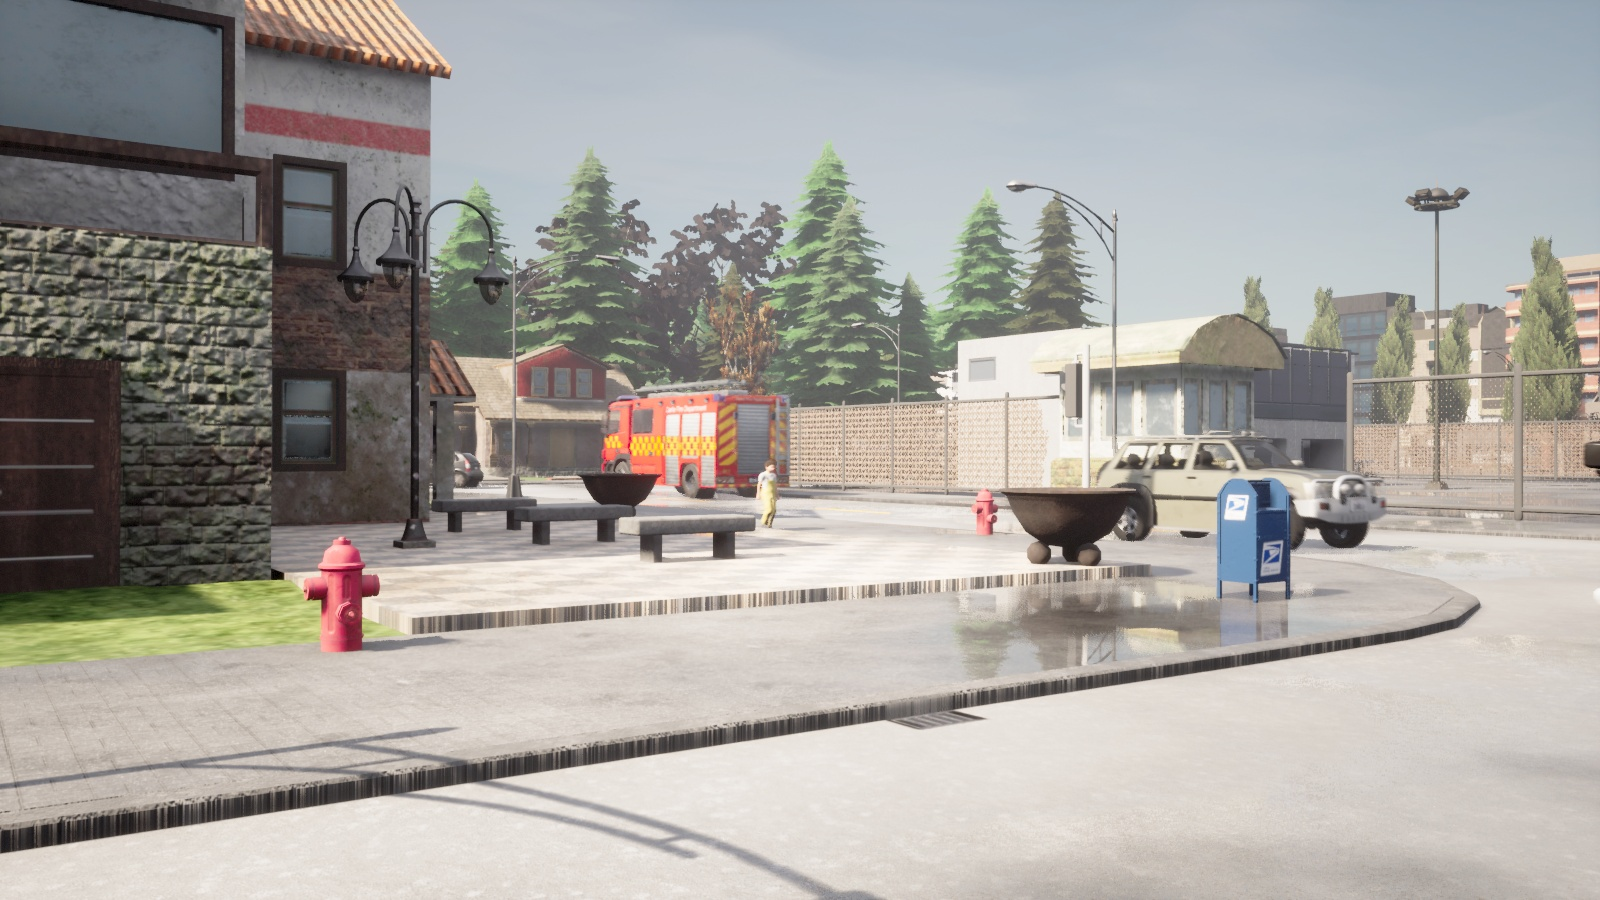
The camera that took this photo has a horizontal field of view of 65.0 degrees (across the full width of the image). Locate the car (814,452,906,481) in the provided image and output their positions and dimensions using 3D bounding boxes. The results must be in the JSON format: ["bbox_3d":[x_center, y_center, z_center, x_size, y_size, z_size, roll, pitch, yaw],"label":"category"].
[{"bbox_3d":[3.182,0.847,66.232,4.514,1.525,2.007,0,0,-35],"label":"car"}]

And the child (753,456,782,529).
[{"bbox_3d":[-0.573,0.746,22.177,0.437,1.263,0.270,0,0,45],"label":"child"}]

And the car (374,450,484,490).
[{"bbox_3d":[-15.333,0.803,52.009,3.988,1.617,1.851,0,0,3],"label":"car"}]

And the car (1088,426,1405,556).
[{"bbox_3d":[7.089,0.596,20.415,1.932,1.855,4.605,0,0,-34],"label":"car"}]

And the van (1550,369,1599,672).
[{"bbox_3d":[7.470,0.475,9.546,2.069,2.038,4.480,0,0,44],"label":"van"}]

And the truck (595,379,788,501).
[{"bbox_3d":[-3.973,-0.305,43.647,2.891,3.827,8.468,0,0,-34],"label":"truck"}]
